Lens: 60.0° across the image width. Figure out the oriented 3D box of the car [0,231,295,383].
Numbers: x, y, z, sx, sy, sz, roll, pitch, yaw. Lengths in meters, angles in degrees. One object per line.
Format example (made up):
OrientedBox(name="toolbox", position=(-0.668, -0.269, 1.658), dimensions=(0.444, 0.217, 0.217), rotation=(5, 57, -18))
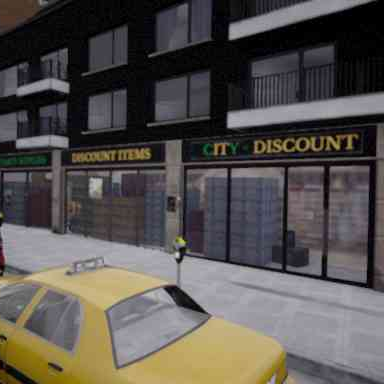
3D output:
OrientedBox(name="car", position=(-1.371, 1.415, 3.797), dimensions=(4.829, 1.417, 1.752), rotation=(2, 1, 35))
